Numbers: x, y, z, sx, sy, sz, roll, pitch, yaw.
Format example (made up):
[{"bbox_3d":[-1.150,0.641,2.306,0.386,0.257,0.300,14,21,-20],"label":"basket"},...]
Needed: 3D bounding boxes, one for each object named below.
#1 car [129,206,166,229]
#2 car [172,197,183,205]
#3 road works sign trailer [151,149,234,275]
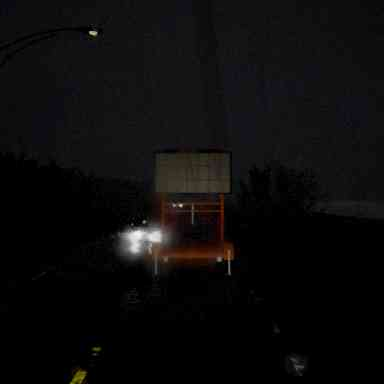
[{"bbox_3d":[-2.807,1.585,21.618,1.994,1.385,4.181,0,0,0],"label":"car"},{"bbox_3d":[-2.668,1.684,63.485,1.994,1.385,4.181,0,0,1],"label":"car"},{"bbox_3d":[0.022,0.471,10.427,2.380,3.560,2.880,0,0,0],"label":"road works sign trailer"}]
